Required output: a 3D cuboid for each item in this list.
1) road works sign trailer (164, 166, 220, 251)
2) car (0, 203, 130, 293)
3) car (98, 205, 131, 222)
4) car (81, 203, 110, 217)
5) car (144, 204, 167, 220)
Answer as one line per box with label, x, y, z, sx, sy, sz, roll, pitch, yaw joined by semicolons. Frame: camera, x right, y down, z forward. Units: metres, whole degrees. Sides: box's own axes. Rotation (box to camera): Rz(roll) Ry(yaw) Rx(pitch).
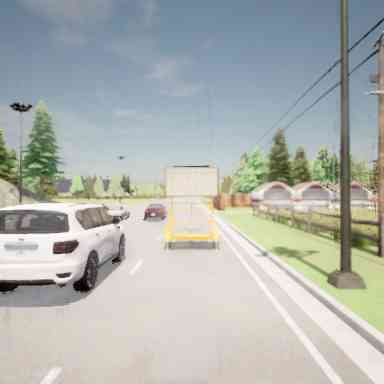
road works sign trailer;-0.003;0.618;14.898;2.380;3.560;2.880;0;-1;0
car;-3.397;1.319;9.303;2.150;2.045;5.566;0;-1;0
car;-6.920;1.914;30.292;1.895;1.301;4.718;0;-1;0
car;-10.428;1.940;36.386;1.994;1.385;4.181;0;-1;0
car;-3.422;1.852;31.662;1.812;1.442;4.674;0;-1;0
